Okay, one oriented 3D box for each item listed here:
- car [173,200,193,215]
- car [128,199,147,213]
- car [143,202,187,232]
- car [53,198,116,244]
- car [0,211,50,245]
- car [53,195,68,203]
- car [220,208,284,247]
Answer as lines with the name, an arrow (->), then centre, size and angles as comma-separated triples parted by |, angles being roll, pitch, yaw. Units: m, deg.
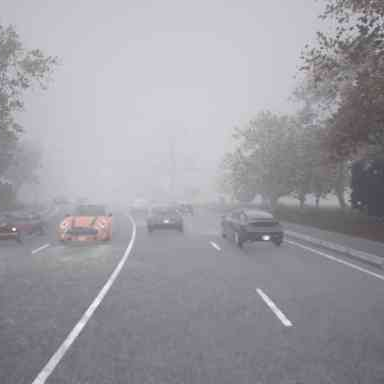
car -> -1.183, 1.498, 33.526 | 1.812, 1.442, 4.674 | 0, 0, -16
car -> -5.864, 1.500, 36.977 | 1.812, 1.442, 4.674 | 0, 0, -18
car -> -1.700, 1.548, 19.883 | 1.994, 1.385, 4.181 | 0, 0, -9
car -> -4.835, 1.345, 15.914 | 2.097, 1.767, 4.553 | 0, 0, -8
car -> -8.271, 1.600, 15.598 | 1.895, 1.301, 4.718 | 0, 0, -8
car -> -21.895, 1.311, 55.711 | 2.097, 1.767, 4.553 | 0, 0, -29
car -> 2.541, 1.485, 15.025 | 1.837, 1.490, 4.892 | 0, 0, -7
